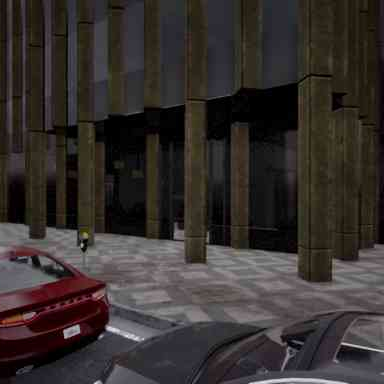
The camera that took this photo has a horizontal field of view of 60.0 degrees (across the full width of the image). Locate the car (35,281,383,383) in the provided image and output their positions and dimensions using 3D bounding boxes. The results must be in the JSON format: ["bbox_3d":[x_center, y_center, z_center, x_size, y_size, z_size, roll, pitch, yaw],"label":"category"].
[{"bbox_3d":[1.163,1.551,2.133,4.403,1.369,2.008,0,0,36],"label":"car"}]

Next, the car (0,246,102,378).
[{"bbox_3d":[-3.255,1.544,5.303,4.507,1.381,1.887,0,0,36],"label":"car"}]
